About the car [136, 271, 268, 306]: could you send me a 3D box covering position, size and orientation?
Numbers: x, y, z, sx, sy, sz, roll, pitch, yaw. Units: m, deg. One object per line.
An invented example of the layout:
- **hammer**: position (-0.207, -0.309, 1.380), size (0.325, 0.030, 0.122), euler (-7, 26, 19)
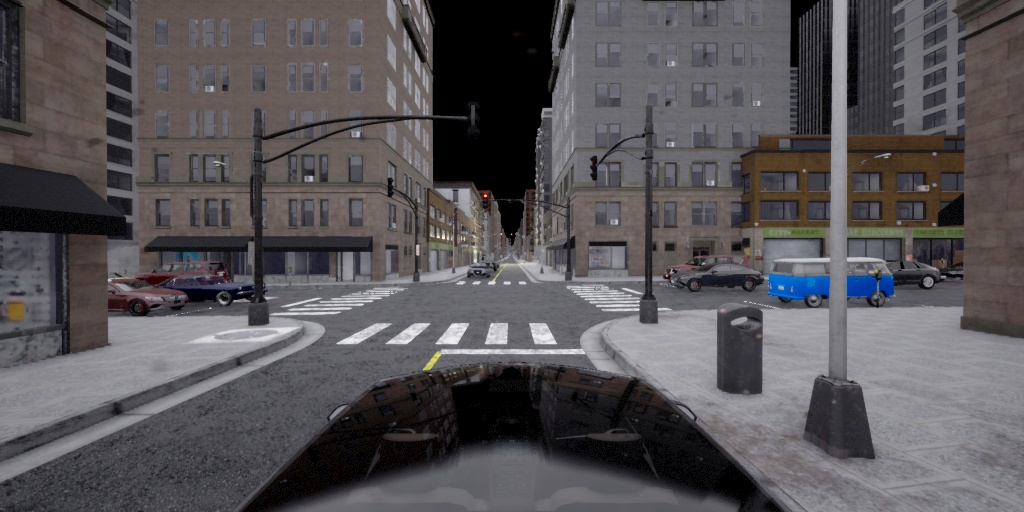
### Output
- **car**: position (-13.949, 1.517, 16.300), size (4.718, 1.301, 1.895), euler (-1, 0, 0)

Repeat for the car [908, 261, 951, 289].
- **car**: position (20.293, 0.981, 19.570), size (4.892, 1.490, 1.837), euler (-1, 0, 0)

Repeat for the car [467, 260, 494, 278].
- **car**: position (-3.088, 1.320, 34.284), size (1.994, 1.385, 4.181), euler (0, 0, 0)

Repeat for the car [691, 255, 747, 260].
- **car**: position (12.103, 0.872, 22.219), size (5.009, 1.841, 2.192), euler (0, 0, 0)

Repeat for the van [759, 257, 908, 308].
- **van**: position (12.123, 0.957, 13.693), size (3.998, 1.789, 1.690), euler (0, 0, 0)

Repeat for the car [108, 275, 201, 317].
- **car**: position (-14.814, 1.528, 13.636), size (4.207, 1.307, 1.802), euler (0, 0, 0)

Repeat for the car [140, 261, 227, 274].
- **car**: position (-20.338, 1.271, 22.149), size (5.009, 1.841, 2.192), euler (0, 0, 0)

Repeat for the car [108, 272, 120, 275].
- **car**: position (-26.012, 1.552, 22.137), size (4.829, 1.417, 1.751), euler (0, 0, 0)

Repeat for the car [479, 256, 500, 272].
- **car**: position (-3.078, 0.993, 47.358), size (2.150, 2.045, 5.566), euler (0, 0, 0)

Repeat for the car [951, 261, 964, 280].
- **car**: position (28.931, 0.916, 22.255), size (4.313, 1.339, 1.948), euler (0, 0, 0)

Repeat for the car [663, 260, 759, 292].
- **car**: position (11.108, 1.114, 19.567), size (4.674, 1.442, 1.812), euler (-1, 0, 1)
